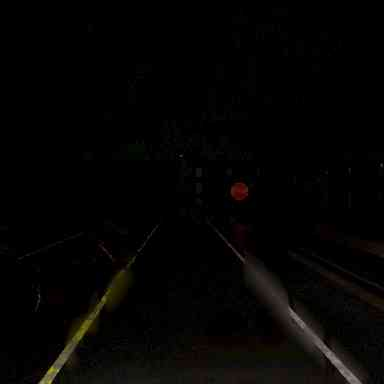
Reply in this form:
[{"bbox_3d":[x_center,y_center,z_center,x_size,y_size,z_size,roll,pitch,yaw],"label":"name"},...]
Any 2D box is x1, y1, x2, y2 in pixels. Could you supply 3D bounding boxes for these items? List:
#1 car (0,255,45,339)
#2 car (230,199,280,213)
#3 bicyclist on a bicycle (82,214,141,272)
[{"bbox_3d":[-3.688,1.565,4.489,1.994,1.385,4.181,0,0,-2],"label":"car"},{"bbox_3d":[6.929,1.529,36.753,5.357,1.411,2.033,0,0,2],"label":"car"},{"bbox_3d":[-2.287,1.455,9.397,1.656,1.620,0.582,-2,0,-2],"label":"bicyclist on a bicycle"}]
